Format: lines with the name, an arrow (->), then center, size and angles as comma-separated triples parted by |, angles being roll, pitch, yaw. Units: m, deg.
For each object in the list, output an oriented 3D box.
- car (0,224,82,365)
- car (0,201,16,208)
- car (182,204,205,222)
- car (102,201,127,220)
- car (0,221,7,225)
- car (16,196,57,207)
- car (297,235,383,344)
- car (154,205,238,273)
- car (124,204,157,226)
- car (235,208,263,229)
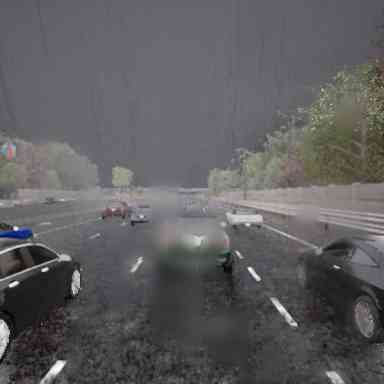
car -> -3.398, 1.548, 5.671 | 1.837, 1.490, 4.892 | 0, 0, 0
car -> -21.073, 1.790, 38.461 | 2.128, 1.511, 4.902 | 0, 0, 0
car -> 0.113, 1.833, 30.065 | 1.895, 1.301, 4.718 | 0, 0, 0
car -> -6.890, 1.593, 31.227 | 2.097, 1.767, 4.553 | 0, 0, 0
car -> -6.895, 1.558, 10.611 | 1.882, 1.535, 5.008 | 0, 0, 0
car -> -17.575, 1.520, 38.456 | 2.150, 2.045, 5.566 | 0, 0, 0
car -> 3.527, 1.558, 6.377 | 1.812, 1.442, 4.674 | 0, 0, 0
car -> 0.105, 1.437, 11.153 | 2.097, 1.767, 4.553 | 0, 0, 0
car -> -3.390, 1.740, 24.960 | 2.033, 1.411, 5.357 | 0, 0, 0
car -> 3.508, 1.759, 23.051 | 1.895, 1.301, 4.718 | 0, 0, 0
